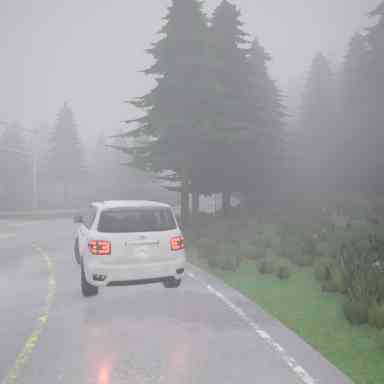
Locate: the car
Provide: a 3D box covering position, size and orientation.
[{"bbox_3d":[-1.894,1.221,8.971,2.150,2.045,5.566,0,0,-20],"label":"car"}]
